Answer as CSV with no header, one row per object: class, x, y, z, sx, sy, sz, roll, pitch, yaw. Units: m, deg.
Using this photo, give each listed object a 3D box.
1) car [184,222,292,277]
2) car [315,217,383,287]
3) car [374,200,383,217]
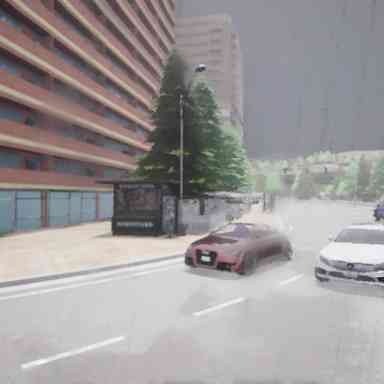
car,1.649,1.711,10.908,1.994,1.385,4.181,0,-1,39
car,5.060,1.661,9.521,1.812,1.442,4.674,0,-1,38
car,17.373,1.626,28.454,2.150,2.045,5.566,0,-1,14
